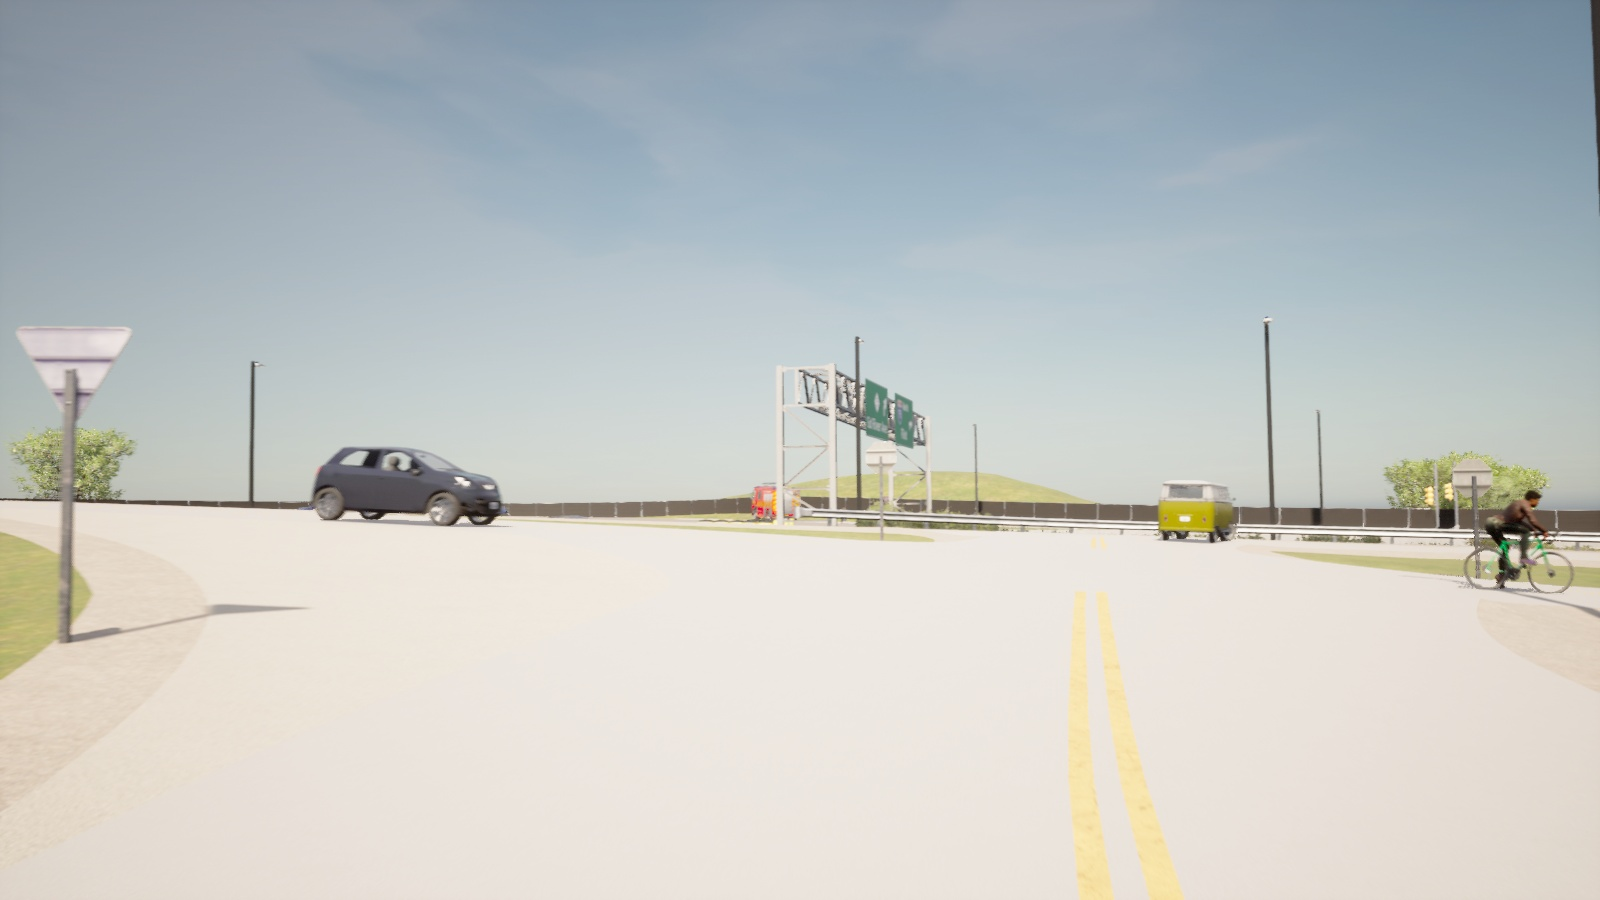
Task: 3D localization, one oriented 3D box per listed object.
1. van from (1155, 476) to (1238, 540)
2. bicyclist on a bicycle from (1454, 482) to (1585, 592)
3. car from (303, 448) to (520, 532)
[{"bbox_3d":[13.151,1.911,41.492,1.775,1.987,4.442,0,-3,29],"label":"van"},{"bbox_3d":[11.365,1.364,19.865,1.656,1.620,0.582,3,-1,6],"label":"bicyclist on a bicycle"},{"bbox_3d":[-7.679,0.800,24.972,3.633,1.501,1.845,1,-2,15],"label":"car"}]
